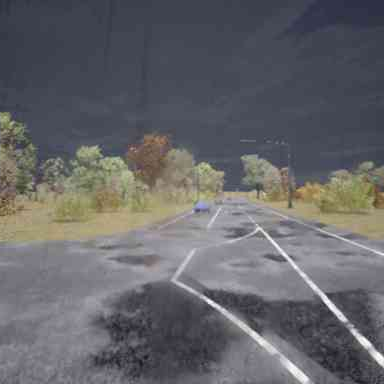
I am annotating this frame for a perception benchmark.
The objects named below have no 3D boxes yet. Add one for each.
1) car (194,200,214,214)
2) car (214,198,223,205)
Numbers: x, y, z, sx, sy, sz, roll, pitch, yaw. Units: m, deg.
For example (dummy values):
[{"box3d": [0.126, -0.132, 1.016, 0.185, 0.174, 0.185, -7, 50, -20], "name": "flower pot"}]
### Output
[{"box3d": [1.408, 1.927, 41.980, 1.882, 1.535, 5.008, -1, -1, 6], "name": "car"}, {"box3d": [6.112, 2.263, 78.533, 2.128, 1.511, 4.902, -1, -1, 11], "name": "car"}]
